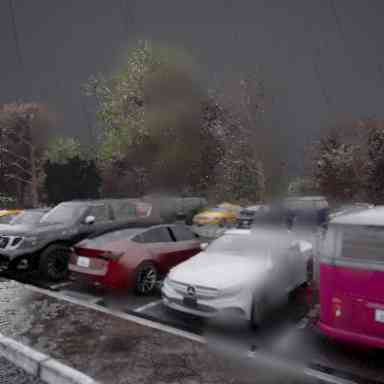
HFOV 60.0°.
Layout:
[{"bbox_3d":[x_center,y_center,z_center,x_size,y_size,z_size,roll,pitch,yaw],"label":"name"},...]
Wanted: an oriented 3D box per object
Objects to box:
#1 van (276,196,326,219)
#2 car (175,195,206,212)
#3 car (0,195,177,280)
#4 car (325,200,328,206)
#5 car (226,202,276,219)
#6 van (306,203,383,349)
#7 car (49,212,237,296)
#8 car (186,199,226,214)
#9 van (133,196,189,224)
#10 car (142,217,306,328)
[{"bbox_3d":[6.815,1.266,19.577,1.878,1.987,4.442,0,0,35],"label":"van"},{"bbox_3d":[-0.023,1.257,24.296,2.435,2.045,5.566,-1,0,35],"label":"car"},{"bbox_3d":[-3.246,1.244,10.492,2.435,2.045,5.566,0,0,35],"label":"car"},{"bbox_3d":[8.993,1.363,17.859,2.185,1.767,4.553,0,0,35],"label":"car"},{"bbox_3d":[4.481,1.496,21.075,2.231,1.521,4.892,0,0,35],"label":"car"},{"bbox_3d":[3.641,1.261,5.808,1.878,1.987,4.442,0,0,35],"label":"van"},{"bbox_3d":[-0.944,1.522,8.938,2.163,1.488,4.792,0,0,35],"label":"car"},{"bbox_3d":[2.117,1.497,22.525,1.946,1.575,5.366,0,0,35],"label":"car"},{"bbox_3d":[-2.334,1.303,26.037,1.878,1.987,4.442,-1,0,35],"label":"van"},{"bbox_3d":[1.308,1.530,7.315,2.002,1.452,4.674,0,0,35],"label":"car"}]
